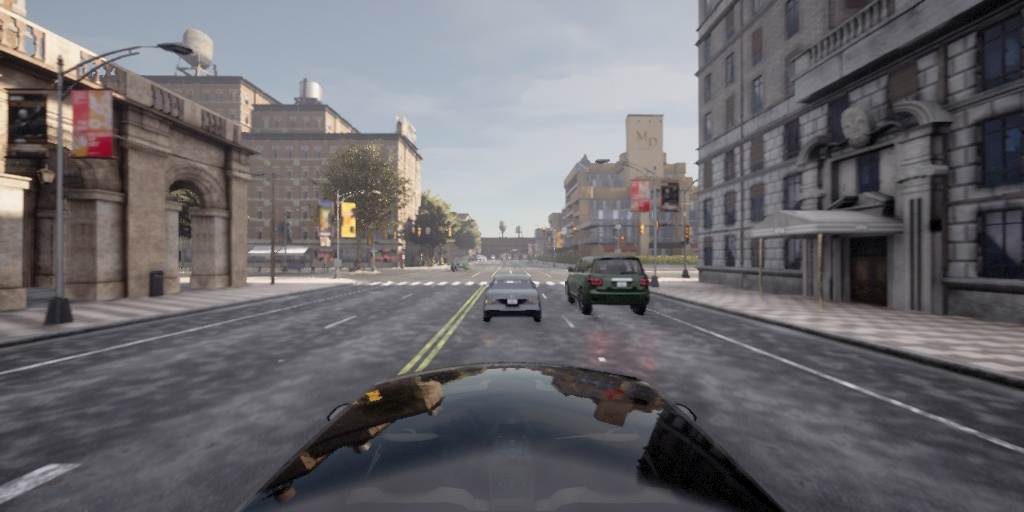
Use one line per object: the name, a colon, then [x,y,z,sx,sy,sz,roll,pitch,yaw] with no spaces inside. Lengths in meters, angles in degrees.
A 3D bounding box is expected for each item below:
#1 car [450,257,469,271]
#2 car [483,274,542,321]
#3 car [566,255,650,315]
car: [-7.446,1.134,51.801,2.150,2.045,5.566,0,0,-1]
car: [0.005,1.333,12.576,2.033,1.411,5.357,0,0,0]
car: [3.495,1.010,13.984,2.150,2.045,5.566,0,0,1]
